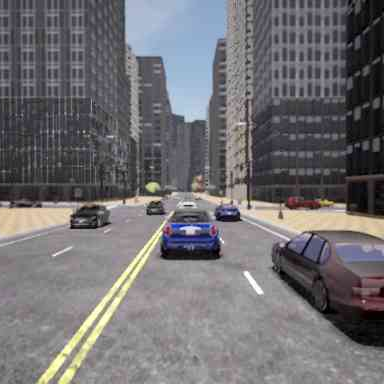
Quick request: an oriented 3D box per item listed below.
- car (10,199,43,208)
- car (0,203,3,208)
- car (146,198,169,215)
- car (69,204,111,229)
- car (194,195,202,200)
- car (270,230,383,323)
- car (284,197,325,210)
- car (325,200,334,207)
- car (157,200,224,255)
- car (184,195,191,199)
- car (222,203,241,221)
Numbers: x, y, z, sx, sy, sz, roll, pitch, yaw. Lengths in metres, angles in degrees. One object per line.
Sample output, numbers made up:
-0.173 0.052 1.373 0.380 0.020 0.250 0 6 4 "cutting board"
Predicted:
-23.369 1.674 47.029 4.313 1.339 1.947 0 0 0 "car"
-29.055 1.654 47.081 4.206 1.307 1.802 0 0 0 "car"
-3.765 1.647 35.303 1.837 1.490 4.892 0 -1 0 "car"
-6.892 1.614 22.925 1.837 1.490 4.892 0 -1 -1 "car"
1.942 1.762 93.932 1.895 1.301 4.718 0 0 -1 "car"
3.263 1.569 7.548 2.033 1.411 5.357 0 0 -1 "car"
15.561 1.663 47.053 5.009 1.841 2.192 0 0 0 "car"
21.052 1.805 55.418 4.829 1.417 1.752 0 0 0 "car"
-0.074 1.408 13.645 2.097 1.767 4.553 0 0 -1 "car"
-1.302 1.696 93.441 2.033 1.411 5.357 0 0 -1 "car"
2.972 1.664 28.670 1.994 1.385 4.181 0 0 -1 "car"
